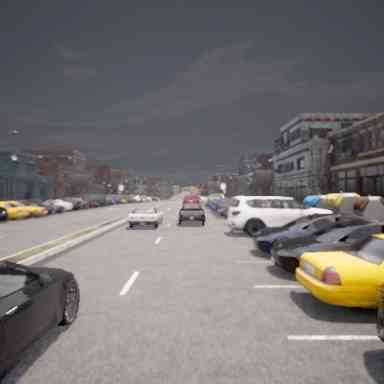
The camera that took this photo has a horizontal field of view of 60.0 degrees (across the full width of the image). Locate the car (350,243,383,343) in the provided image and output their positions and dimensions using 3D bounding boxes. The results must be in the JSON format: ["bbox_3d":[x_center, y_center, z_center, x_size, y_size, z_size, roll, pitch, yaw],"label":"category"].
[{"bbox_3d":[4.721,1.511,3.739,4.792,1.488,2.163,0,0,0],"label":"car"}]

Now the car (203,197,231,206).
[{"bbox_3d":[4.428,1.666,59.318,4.892,1.521,2.231,0,0,0],"label":"car"}]

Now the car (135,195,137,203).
[{"bbox_3d":[-16.084,1.606,76.213,5.566,2.045,2.435,0,-1,0],"label":"car"}]

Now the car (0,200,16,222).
[{"bbox_3d":[-15.780,1.528,23.832,4.792,1.488,2.163,0,0,-1],"label":"car"}]

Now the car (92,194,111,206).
[{"bbox_3d":[-15.973,1.362,51.409,5.566,2.045,2.435,0,0,0],"label":"car"}]

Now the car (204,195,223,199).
[{"bbox_3d":[4.483,1.587,45.548,4.892,1.521,2.231,0,0,0],"label":"car"}]

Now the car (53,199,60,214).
[{"bbox_3d":[-15.784,1.550,32.109,4.792,1.488,2.163,0,0,0],"label":"car"}]

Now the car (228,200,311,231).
[{"bbox_3d":[4.643,1.373,20.447,4.553,1.767,2.185,0,0,0],"label":"car"}]

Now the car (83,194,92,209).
[{"bbox_3d":[-15.857,1.440,43.137,4.553,1.767,2.185,0,0,0],"label":"car"}]

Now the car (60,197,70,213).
[{"bbox_3d":[-15.803,1.559,34.864,4.792,1.488,2.163,0,0,0],"label":"car"}]

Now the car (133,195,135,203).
[{"bbox_3d":[-16.066,1.557,73.461,5.566,2.045,2.435,0,-1,0],"label":"car"}]

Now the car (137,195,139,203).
[{"bbox_3d":[-16.179,2.000,81.716,4.792,1.488,2.163,0,-1,0],"label":"car"}]

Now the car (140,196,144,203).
[{"bbox_3d":[-16.216,1.853,87.234,5.566,2.045,2.435,0,-1,0],"label":"car"}]

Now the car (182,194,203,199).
[{"bbox_3d":[-0.107,1.314,42.741,2.150,2.045,5.566,0,0,0],"label":"car"}]

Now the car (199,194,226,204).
[{"bbox_3d":[4.339,1.508,70.554,5.566,2.045,2.435,0,-1,0],"label":"car"}]

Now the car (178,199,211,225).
[{"bbox_3d":[-0.018,1.520,24.394,2.128,1.511,4.902,0,0,0],"label":"car"}]

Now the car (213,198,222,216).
[{"bbox_3d":[4.577,1.521,28.873,4.892,1.521,2.231,0,0,0],"label":"car"}]

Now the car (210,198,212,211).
[{"bbox_3d":[4.541,1.578,34.432,4.674,1.452,2.002,0,0,0],"label":"car"}]

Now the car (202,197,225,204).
[{"bbox_3d":[4.379,1.768,67.776,4.674,1.452,2.002,0,-1,0],"label":"car"}]

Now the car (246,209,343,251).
[{"bbox_3d":[4.623,1.516,12.074,4.792,1.488,2.163,0,0,0],"label":"car"}]

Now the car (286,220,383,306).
[{"bbox_3d":[4.864,1.480,6.518,5.366,1.575,1.946,0,0,0],"label":"car"}]

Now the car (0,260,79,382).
[{"bbox_3d":[-2.917,1.526,4.061,1.812,1.442,4.674,0,0,0],"label":"car"}]

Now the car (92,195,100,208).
[{"bbox_3d":[-15.902,1.580,45.893,5.008,1.535,2.097,0,0,0],"label":"car"}]

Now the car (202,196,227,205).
[{"bbox_3d":[4.363,1.578,64.999,4.553,1.767,2.185,0,-1,0],"label":"car"}]

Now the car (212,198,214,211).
[{"bbox_3d":[4.586,1.558,31.653,4.792,1.488,2.163,0,0,0],"label":"car"}]

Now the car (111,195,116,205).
[{"bbox_3d":[-16.011,1.679,56.921,4.792,1.488,2.163,0,0,0],"label":"car"}]

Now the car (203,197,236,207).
[{"bbox_3d":[4.621,1.644,56.540,5.366,1.575,1.946,0,0,0],"label":"car"}]

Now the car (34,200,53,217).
[{"bbox_3d":[-15.609,1.509,29.352,5.366,1.575,1.946,0,0,0],"label":"car"}]

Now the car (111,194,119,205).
[{"bbox_3d":[-16.032,1.543,59.679,4.553,1.767,2.185,0,0,0],"label":"car"}]

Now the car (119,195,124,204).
[{"bbox_3d":[-16.014,1.687,62.436,5.008,1.535,2.097,0,0,0],"label":"car"}]

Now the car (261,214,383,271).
[{"bbox_3d":[4.636,1.514,9.296,4.792,1.488,2.163,0,0,0],"label":"car"}]

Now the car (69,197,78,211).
[{"bbox_3d":[-15.848,1.580,37.585,4.674,1.452,2.002,0,0,0],"label":"car"}]

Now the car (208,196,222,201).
[{"bbox_3d":[4.536,1.549,37.086,4.892,1.521,2.231,0,0,0],"label":"car"}]

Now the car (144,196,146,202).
[{"bbox_3d":[-16.178,1.923,89.991,5.566,2.045,2.435,0,-1,0],"label":"car"}]

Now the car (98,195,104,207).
[{"bbox_3d":[-15.896,1.625,48.649,4.792,1.488,2.163,0,0,0],"label":"car"}]

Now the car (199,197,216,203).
[{"bbox_3d":[4.288,2.269,92.765,4.792,1.488,2.163,0,-1,0],"label":"car"}]

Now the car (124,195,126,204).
[{"bbox_3d":[-16.035,1.750,65.190,4.674,1.452,2.002,0,-1,0],"label":"car"}]

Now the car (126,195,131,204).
[{"bbox_3d":[-15.871,1.733,67.950,5.366,1.575,1.946,0,-1,0],"label":"car"}]

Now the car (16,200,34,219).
[{"bbox_3d":[-15.961,1.501,26.587,5.366,1.575,1.946,0,0,0],"label":"car"}]

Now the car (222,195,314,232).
[{"bbox_3d":[4.653,1.242,17.635,5.566,2.045,2.435,0,0,0],"label":"car"}]

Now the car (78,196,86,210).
[{"bbox_3d":[-15.899,1.581,40.379,4.792,1.488,2.163,0,0,0],"label":"car"}]

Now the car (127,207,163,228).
[{"bbox_3d":[-3.008,1.623,22.386,1.895,1.301,4.718,0,0,0],"label":"car"}]

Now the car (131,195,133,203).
[{"bbox_3d":[-16.047,1.519,70.704,5.566,2.045,2.435,0,-1,0],"label":"car"}]
